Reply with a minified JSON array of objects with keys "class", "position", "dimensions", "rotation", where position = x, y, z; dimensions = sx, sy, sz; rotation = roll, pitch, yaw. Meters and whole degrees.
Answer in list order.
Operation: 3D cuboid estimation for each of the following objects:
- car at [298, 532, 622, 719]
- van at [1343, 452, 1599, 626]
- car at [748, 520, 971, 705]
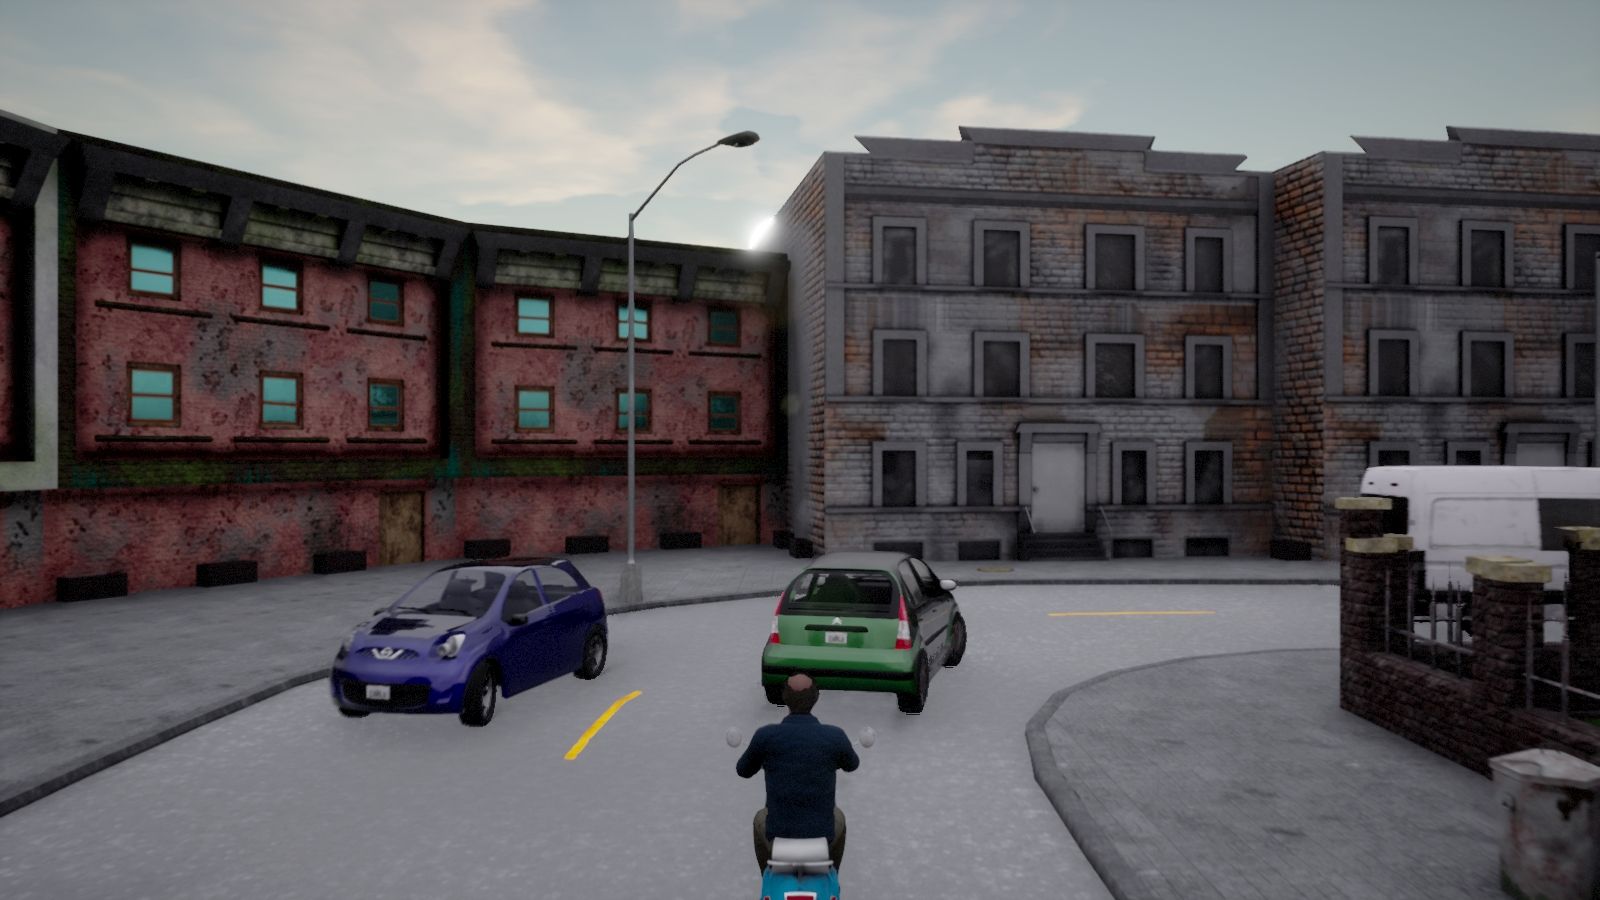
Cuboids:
[{"class":"car","position":[-3.628,1.819,12.897],"dimensions":[1.845,1.501,3.633],"rotation":[0,0,16]},{"class":"van","position":[11.923,1.314,17.868],"dimensions":[5.915,2.561,1.988],"rotation":[0,0,-1]},{"class":"car","position":[0.882,1.781,13.759],"dimensions":[1.851,1.617,3.988],"rotation":[0,0,16]}]
